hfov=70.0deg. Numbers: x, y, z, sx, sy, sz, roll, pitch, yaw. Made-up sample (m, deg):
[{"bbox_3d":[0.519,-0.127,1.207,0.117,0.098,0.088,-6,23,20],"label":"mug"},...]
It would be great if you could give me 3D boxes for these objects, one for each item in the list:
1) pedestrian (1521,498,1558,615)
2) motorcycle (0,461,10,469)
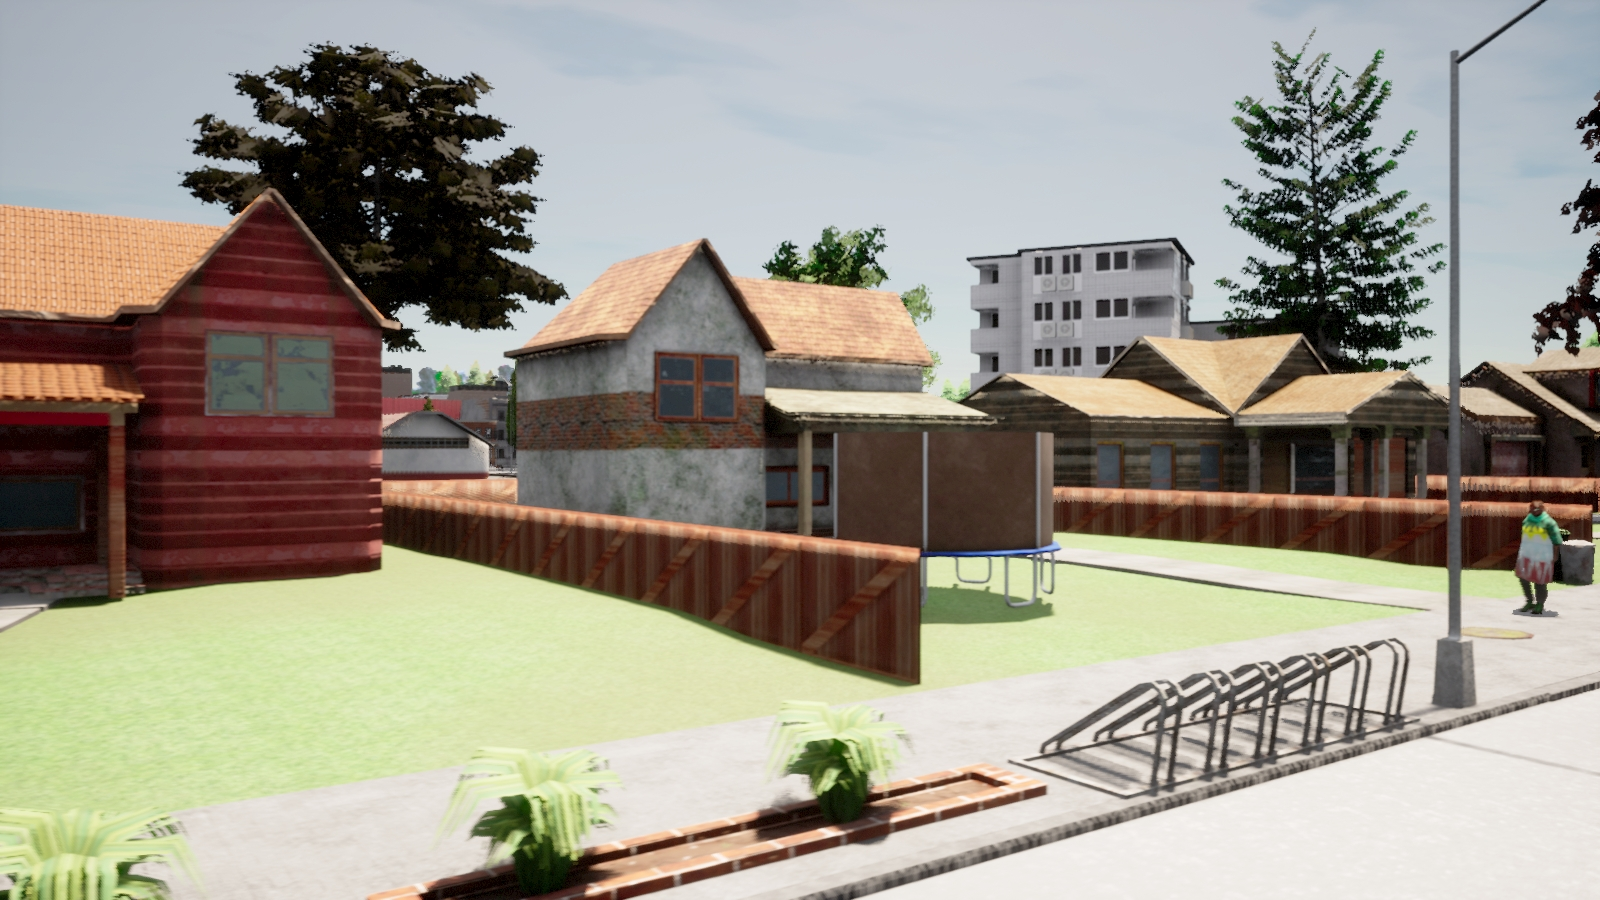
[{"bbox_3d":[12.086,1.728,18.668,0.375,1.860,0.375,0,0,-28],"label":"pedestrian"},{"bbox_3d":[-116.618,2.186,166.855,2.033,1.199,0.803,1,0,-35],"label":"motorcycle"}]
